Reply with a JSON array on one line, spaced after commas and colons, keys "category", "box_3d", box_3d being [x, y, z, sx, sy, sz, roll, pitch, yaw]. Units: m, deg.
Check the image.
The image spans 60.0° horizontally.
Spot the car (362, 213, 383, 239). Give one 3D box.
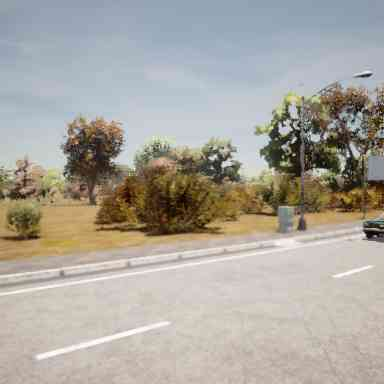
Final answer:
[{"category": "car", "box_3d": [10.226, 1.606, 16.318, 4.718, 1.301, 1.895, 0, 0, -40]}]
